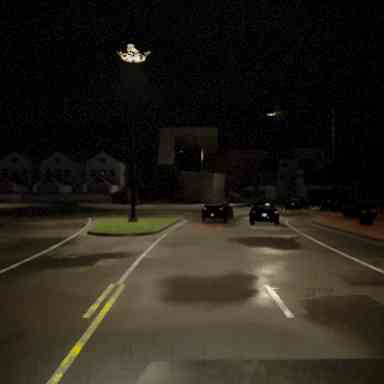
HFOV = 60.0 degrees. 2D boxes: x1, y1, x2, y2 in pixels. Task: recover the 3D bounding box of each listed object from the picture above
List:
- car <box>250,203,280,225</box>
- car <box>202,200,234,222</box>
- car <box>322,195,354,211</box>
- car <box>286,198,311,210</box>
[{"bbox_3d":[5.155,1.462,23.640,1.994,1.385,4.181,0,0,12],"label":"car"},{"bbox_3d":[2.043,1.382,25.373,2.128,1.511,4.902,0,0,15],"label":"car"},{"bbox_3d":[17.042,1.186,38.747,4.553,1.767,2.097,0,0,-42],"label":"car"},{"bbox_3d":[12.940,1.392,40.371,1.994,1.385,4.181,0,0,37],"label":"car"}]
